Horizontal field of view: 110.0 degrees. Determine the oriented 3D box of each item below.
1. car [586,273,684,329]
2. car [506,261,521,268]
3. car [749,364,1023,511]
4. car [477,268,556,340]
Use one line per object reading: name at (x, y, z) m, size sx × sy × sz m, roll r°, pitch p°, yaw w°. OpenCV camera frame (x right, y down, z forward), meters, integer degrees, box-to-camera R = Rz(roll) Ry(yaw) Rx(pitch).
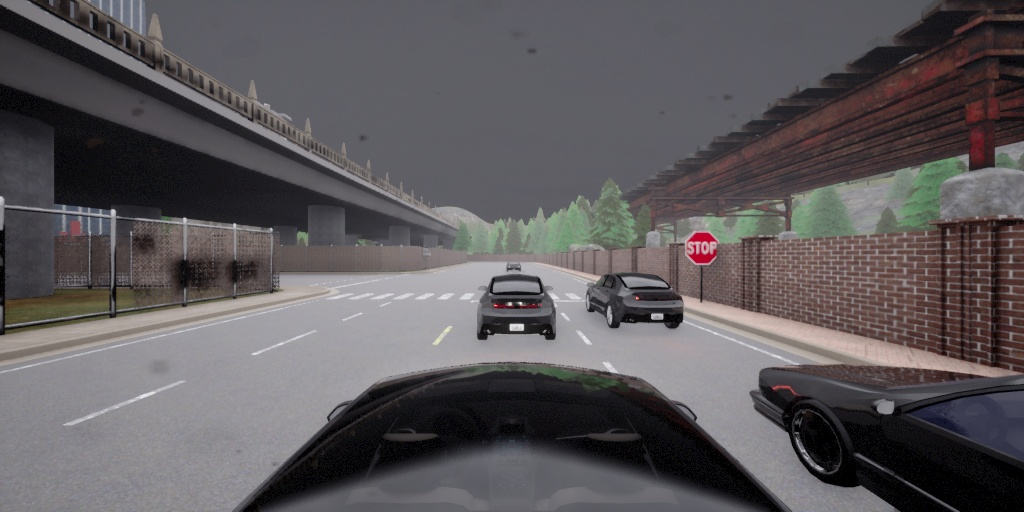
car at (3.607, 1.255, 11.305) m, size 1.837 × 1.490 × 4.892 m, roll 0°, pitch 0°, yaw 0°
car at (0.217, 1.351, 46.238) m, size 1.895 × 1.301 × 4.718 m, roll 0°, pitch 0°, yaw -1°
car at (3.600, 1.297, 1.558) m, size 2.033 × 1.411 × 5.357 m, roll 0°, pitch 0°, yaw 0°
car at (0.105, 1.255, 9.948) m, size 1.837 × 1.490 × 4.892 m, roll 0°, pitch 0°, yaw 0°
